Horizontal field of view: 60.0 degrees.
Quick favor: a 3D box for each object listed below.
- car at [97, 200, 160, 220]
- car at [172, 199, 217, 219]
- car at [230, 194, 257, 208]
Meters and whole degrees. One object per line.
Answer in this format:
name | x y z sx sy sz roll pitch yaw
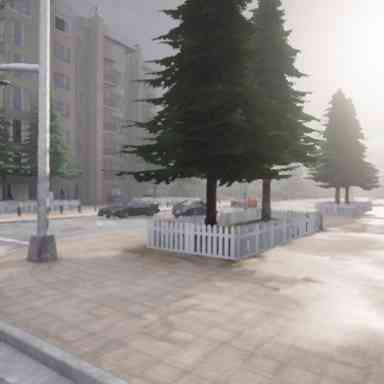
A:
car | -4.754 1.301 25.903 2.033 1.411 5.357 1 1 34
car | 0.270 1.329 26.796 1.812 1.442 4.674 1 1 34
car | 6.667 1.100 42.785 2.097 1.767 4.553 1 1 34
